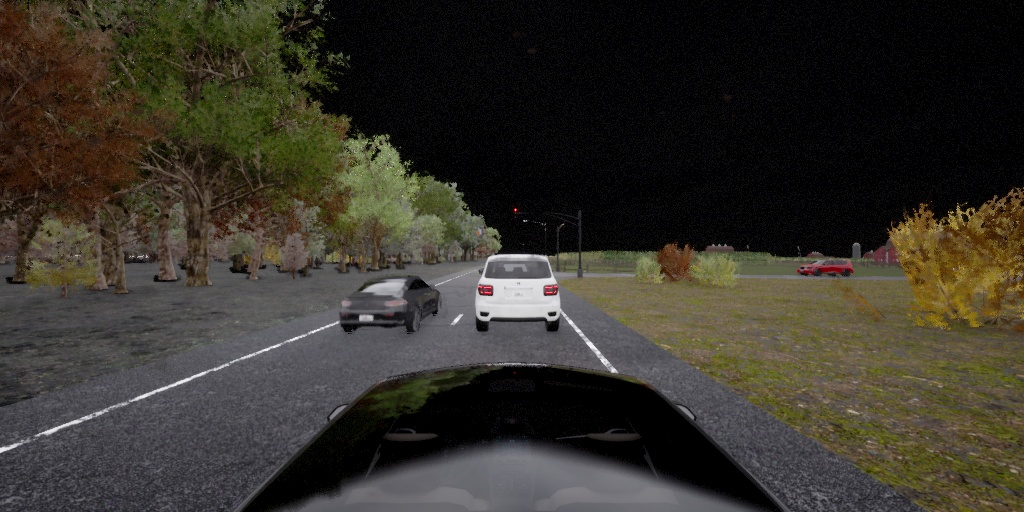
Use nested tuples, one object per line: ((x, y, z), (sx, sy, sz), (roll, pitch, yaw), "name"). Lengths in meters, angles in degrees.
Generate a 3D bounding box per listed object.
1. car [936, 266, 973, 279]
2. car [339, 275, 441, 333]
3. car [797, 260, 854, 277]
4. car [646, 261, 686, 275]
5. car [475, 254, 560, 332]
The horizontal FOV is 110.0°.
((49.014, 1.848, 39.081), (4.181, 1.385, 1.994), (1, -1, 0), "car")
((-3.380, 1.278, 10.617), (1.812, 1.442, 4.674), (0, 0, 0), "car")
((37.346, 1.438, 42.759), (5.566, 2.045, 2.150), (1, -1, 0), "car")
((18.185, 1.359, 42.910), (4.553, 1.767, 2.097), (1, -1, 1), "car")
((0.128, 0.974, 11.050), (2.150, 2.045, 5.566), (0, 0, -1), "car")
